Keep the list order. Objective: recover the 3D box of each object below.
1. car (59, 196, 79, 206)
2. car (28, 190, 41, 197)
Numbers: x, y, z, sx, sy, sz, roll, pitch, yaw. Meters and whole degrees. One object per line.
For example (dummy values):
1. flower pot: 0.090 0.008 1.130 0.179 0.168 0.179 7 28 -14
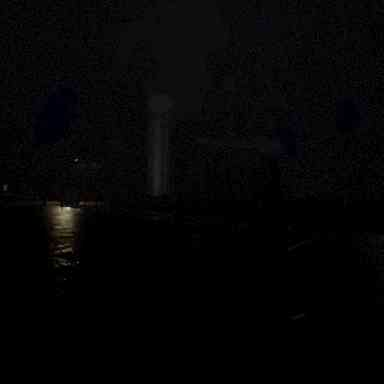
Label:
1. car: -18.479 1.334 50.019 1.895 1.301 4.718 2 0 -36
2. car: -39.480 0.491 84.160 1.882 1.535 5.008 2 0 -36
